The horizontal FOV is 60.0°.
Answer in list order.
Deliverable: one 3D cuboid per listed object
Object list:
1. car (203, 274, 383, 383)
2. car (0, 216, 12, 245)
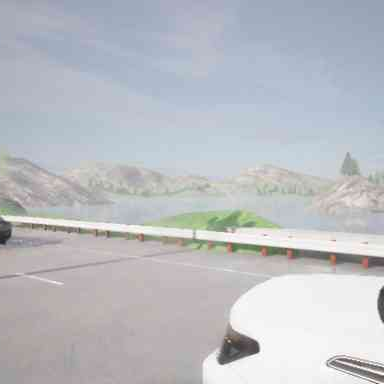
[{"bbox_3d":[2.742,1.221,1.949,5.566,2.045,2.150,0,0,36],"label":"car"},{"bbox_3d":[-9.727,1.503,14.230,4.892,1.490,1.837,0,0,31],"label":"car"}]
